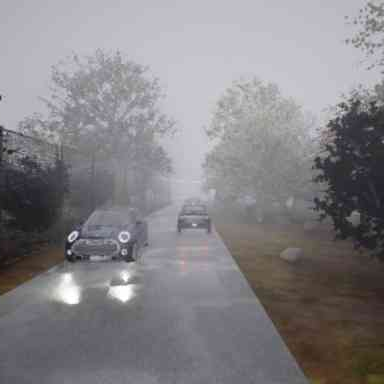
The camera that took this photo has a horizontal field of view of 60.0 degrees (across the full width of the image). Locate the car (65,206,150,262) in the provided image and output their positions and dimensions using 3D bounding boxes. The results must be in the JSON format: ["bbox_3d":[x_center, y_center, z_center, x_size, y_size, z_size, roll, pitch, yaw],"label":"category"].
[{"bbox_3d":[-2.822,1.349,11.978,2.097,1.767,4.553,0,0,0],"label":"car"}]

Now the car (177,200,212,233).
[{"bbox_3d":[0.128,1.487,19.649,2.128,1.511,4.902,0,0,0],"label":"car"}]

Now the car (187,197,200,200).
[{"bbox_3d":[0.182,1.343,38.168,2.097,1.767,4.553,0,0,0],"label":"car"}]
